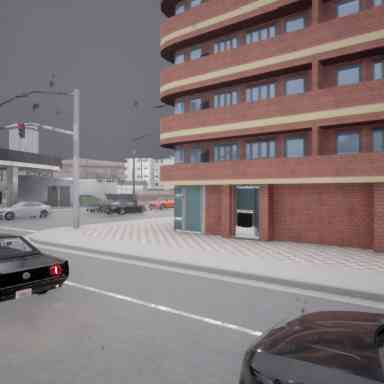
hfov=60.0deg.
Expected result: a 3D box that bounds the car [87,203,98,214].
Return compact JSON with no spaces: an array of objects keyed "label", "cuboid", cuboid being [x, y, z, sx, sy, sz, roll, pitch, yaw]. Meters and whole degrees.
[{"label":"car","cuboid":[-8.907,1.509,35.595,2.128,1.511,4.902,0,0,35]}]

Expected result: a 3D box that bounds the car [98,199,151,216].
[{"label":"car","cuboid":[-6.493,1.546,32.581,1.812,1.442,4.674,0,0,35]}]

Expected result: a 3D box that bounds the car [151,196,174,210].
[{"label":"car","cuboid":[-3.670,1.389,43.183,2.097,1.767,4.553,0,0,35]}]

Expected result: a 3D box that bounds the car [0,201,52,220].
[{"label":"car","cuboid":[-14.133,1.523,27.951,1.812,1.442,4.674,0,0,34]}]

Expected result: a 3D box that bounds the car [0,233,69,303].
[{"label":"car","cuboid":[-4.929,1.599,7.496,4.718,1.301,1.895,0,0,36]}]

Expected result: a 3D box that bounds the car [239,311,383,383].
[{"label":"car","cuboid":[2.651,1.514,2.104,4.892,1.490,1.837,0,0,35]}]
